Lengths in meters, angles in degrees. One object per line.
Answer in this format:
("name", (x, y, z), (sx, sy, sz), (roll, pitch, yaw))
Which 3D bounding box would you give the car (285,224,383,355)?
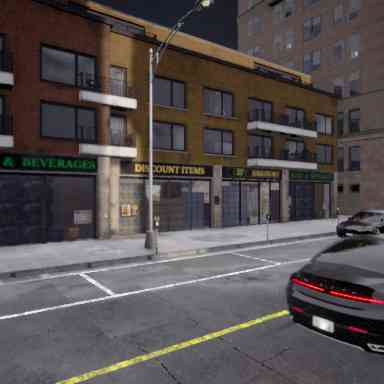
("car", (3.692, 1.504, 5.787), (4.892, 1.490, 1.837), (0, 0, -36))

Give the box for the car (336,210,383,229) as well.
("car", (8.836, 1.567, 16.200), (4.313, 1.339, 1.947), (0, 0, -35))
